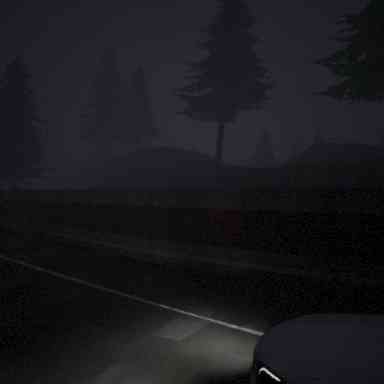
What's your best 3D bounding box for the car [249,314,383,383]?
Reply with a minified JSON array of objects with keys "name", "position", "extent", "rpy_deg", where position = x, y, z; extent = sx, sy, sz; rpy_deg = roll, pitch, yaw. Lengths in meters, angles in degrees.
[{"name":"car","position":[2.662,1.535,2.178],"extent":[4.674,1.442,1.812],"rpy_deg":[0,0,35]}]
